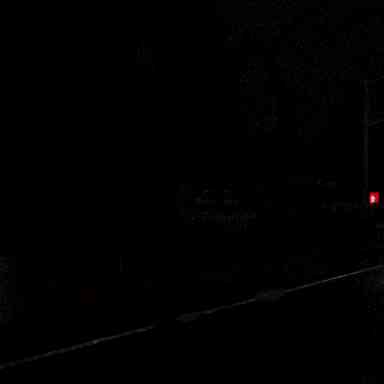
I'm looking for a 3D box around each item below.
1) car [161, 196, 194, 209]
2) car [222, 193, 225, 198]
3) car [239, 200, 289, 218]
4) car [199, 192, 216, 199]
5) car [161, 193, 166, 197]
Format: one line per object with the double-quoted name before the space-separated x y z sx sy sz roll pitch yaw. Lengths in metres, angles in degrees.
"car" -1.766 1.579 41.282 1.994 1.385 4.181 0 0 -37
"car" 6.976 1.092 94.342 1.905 1.878 3.866 0 0 -37
"car" 6.473 1.493 30.358 1.882 1.535 5.008 0 0 -37
"car" 4.889 1.112 92.279 1.932 1.855 4.605 0 0 -37
"car" -3.692 1.367 50.066 2.097 1.767 4.553 0 0 -35
